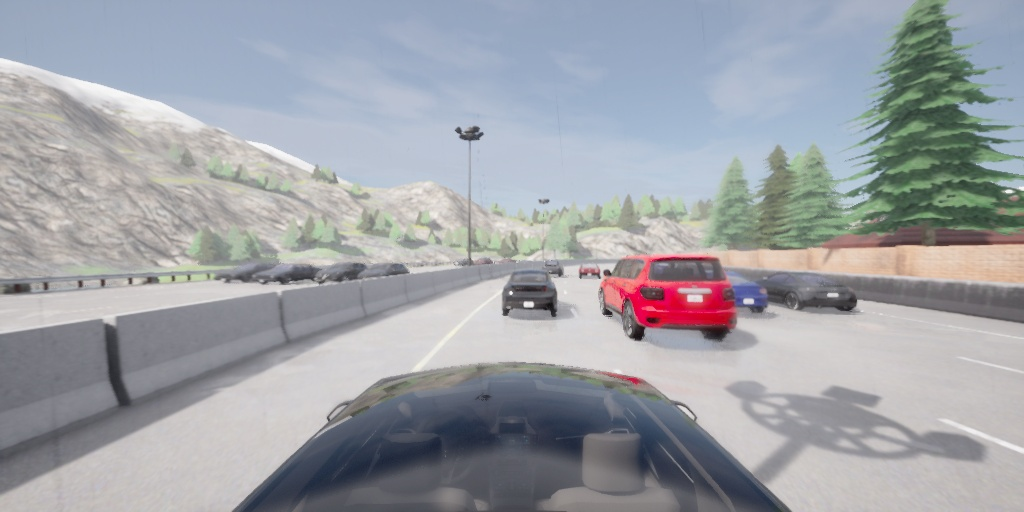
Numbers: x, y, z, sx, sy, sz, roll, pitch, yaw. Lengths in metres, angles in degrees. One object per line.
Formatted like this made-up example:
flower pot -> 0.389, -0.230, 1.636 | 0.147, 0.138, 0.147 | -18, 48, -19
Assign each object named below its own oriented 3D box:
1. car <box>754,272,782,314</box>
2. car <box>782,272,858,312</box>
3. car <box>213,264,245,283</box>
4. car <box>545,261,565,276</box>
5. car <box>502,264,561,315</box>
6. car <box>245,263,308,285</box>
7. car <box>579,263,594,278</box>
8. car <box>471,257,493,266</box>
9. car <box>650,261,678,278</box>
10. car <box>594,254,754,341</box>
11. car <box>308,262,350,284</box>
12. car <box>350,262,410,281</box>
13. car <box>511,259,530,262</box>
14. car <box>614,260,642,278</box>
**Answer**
car -> 7.748, 1.276, 13.723 | 1.812, 1.442, 4.674 | 0, 0, 5
car -> 11.333, 1.322, 14.444 | 1.994, 1.385, 4.181 | 0, 0, 5
car -> -19.088, 1.217, 26.821 | 2.033, 1.411, 5.357 | 0, 0, 8
car -> 4.035, 1.203, 34.994 | 2.128, 1.511, 4.902 | 0, 0, 13
car -> 0.710, 1.240, 13.477 | 1.837, 1.490, 4.892 | 0, 0, 5
car -> -15.715, 1.226, 25.681 | 2.033, 1.411, 5.357 | 0, 0, 8
car -> 7.215, 1.322, 33.324 | 1.895, 1.301, 4.718 | 0, 0, 12
car -> -5.226, 1.000, 64.559 | 2.097, 1.767, 4.553 | 0, 0, 22
car -> 14.888, 1.262, 35.315 | 1.812, 1.442, 4.674 | 0, 0, 14
car -> 3.944, 0.968, 10.085 | 2.150, 2.045, 5.566 | 0, 0, 4
car -> -12.084, 1.192, 26.040 | 1.837, 1.490, 4.892 | 0, 0, 9
car -> -8.745, 1.201, 24.780 | 1.837, 1.490, 4.892 | 0, 0, 8
car -> 2.115, 1.266, 64.107 | 1.895, 1.301, 4.718 | 0, 0, 23
car -> 11.138, 1.220, 34.689 | 2.128, 1.511, 4.902 | 0, 0, 13
